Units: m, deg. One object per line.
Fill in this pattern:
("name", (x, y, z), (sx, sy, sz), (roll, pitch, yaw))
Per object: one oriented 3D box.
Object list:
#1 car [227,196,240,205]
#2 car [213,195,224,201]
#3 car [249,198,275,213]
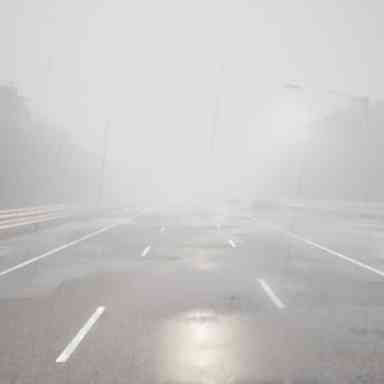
("car", (6.999, 1.434, 56.193), (1.882, 1.535, 5.008), (0, 0, 0))
("car", (7.081, 1.514, 85.524), (1.812, 1.442, 4.674), (0, 0, 0))
("car", (7.745, 1.478, 37.193), (1.837, 1.490, 4.892), (0, 0, -6))
